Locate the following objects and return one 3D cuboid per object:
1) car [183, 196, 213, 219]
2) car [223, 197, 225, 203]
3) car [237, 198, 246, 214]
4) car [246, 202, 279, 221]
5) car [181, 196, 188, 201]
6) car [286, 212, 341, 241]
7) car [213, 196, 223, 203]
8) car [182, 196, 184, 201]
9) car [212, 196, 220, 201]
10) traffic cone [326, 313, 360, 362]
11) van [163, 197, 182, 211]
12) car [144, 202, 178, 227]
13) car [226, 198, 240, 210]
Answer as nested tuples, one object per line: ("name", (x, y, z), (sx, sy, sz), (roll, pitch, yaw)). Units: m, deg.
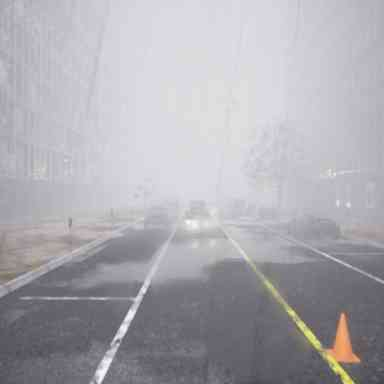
("car", (0.489, 1.431, 29.802), (2.097, 1.767, 4.553), (0, 0, 0))
("car", (6.281, 1.581, 51.200), (1.967, 1.590, 4.097), (0, 0, 0))
("car", (6.200, 1.670, 34.123), (2.008, 1.369, 4.403), (0, 0, 0))
("car", (6.173, 1.660, 28.430), (2.008, 1.369, 4.403), (0, 0, 0))
("car", (-1.911, 1.703, 91.094), (1.802, 1.307, 4.206), (0, 0, 0))
("car", (6.119, 1.664, 17.046), (1.802, 1.307, 4.206), (0, 0, 0))
("car", (6.389, 1.707, 73.970), (1.887, 1.381, 4.507), (0, 0, 0))
("car", (-1.938, 1.665, 85.400), (1.887, 1.381, 4.507), (0, 0, 0))
("car", (6.469, 1.733, 91.046), (1.947, 1.339, 4.313), (0, 0, 0))
("traffic cone", (2.093, 1.980, 4.620), (0.340, 0.580, 0.340), (0, 0, 0))
("van", (-2.179, 1.413, 34.167), (1.690, 1.788, 3.998), (0, 0, 0))
("car", (-2.234, 1.601, 22.781), (2.008, 1.369, 4.403), (0, 0, 0))
("car", (6.255, 1.574, 45.508), (1.967, 1.590, 4.097), (0, 0, 0))
